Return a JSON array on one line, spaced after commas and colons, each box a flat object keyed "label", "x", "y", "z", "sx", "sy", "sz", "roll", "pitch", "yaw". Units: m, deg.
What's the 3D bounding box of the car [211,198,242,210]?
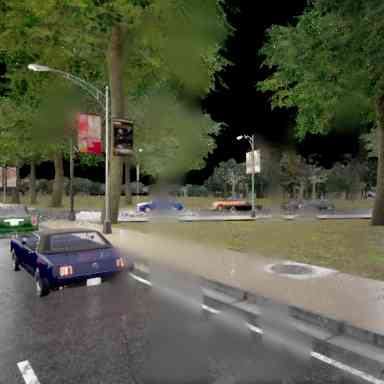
[{"label": "car", "x": 4.772, "y": 1.541, "z": 43.885, "sx": 4.553, "sy": 1.767, "sz": 2.097, "roll": 0, "pitch": 0, "yaw": -14}]

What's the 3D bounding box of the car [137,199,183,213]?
[{"label": "car", "x": -3.581, "y": 1.614, "z": 38.432, "sx": 5.008, "sy": 1.535, "sz": 1.882, "roll": 0, "pitch": 0, "yaw": -13}]

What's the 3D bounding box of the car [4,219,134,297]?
[{"label": "car", "x": -3.418, "y": 1.602, "z": 8.766, "sx": 1.895, "sy": 1.301, "sz": 4.718, "roll": 0, "pitch": 0, "yaw": -38}]

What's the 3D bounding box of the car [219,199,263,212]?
[{"label": "car", "x": 6.182, "y": 1.794, "z": 40.888, "sx": 4.718, "sy": 1.301, "sz": 1.895, "roll": 0, "pitch": 0, "yaw": -14}]

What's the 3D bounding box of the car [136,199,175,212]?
[{"label": "car", "x": -4.548, "y": 1.661, "z": 41.533, "sx": 4.674, "sy": 1.442, "sz": 1.812, "roll": 0, "pitch": 0, "yaw": -16}]

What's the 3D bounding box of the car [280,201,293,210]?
[{"label": "car", "x": 14.438, "y": 1.814, "z": 46.308, "sx": 4.181, "sy": 1.385, "sz": 1.994, "roll": 0, "pitch": 0, "yaw": -14}]

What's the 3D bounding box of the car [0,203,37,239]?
[{"label": "car", "x": -8.879, "y": 1.353, "z": 15.906, "sx": 2.097, "sy": 1.767, "sz": 4.553, "roll": 0, "pitch": 0, "yaw": -37}]

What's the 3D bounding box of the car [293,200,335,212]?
[{"label": "car", "x": 16.237, "y": 1.748, "z": 43.408, "sx": 4.902, "sy": 1.511, "sz": 2.128, "roll": 0, "pitch": 0, "yaw": -14}]
